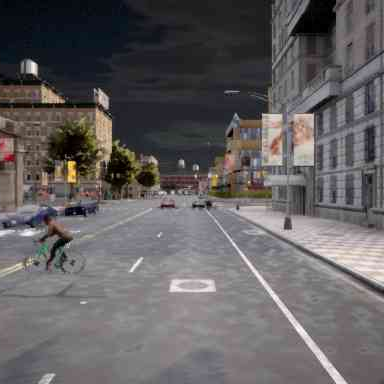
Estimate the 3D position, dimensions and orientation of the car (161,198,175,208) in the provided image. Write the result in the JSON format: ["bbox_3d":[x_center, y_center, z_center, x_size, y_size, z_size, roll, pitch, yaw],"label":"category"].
[{"bbox_3d":[-3.482,1.564,48.301,1.994,1.385,4.181,0,0,-2],"label":"car"}]

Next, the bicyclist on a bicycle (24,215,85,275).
[{"bbox_3d":[-3.732,1.454,9.005,1.656,1.620,0.582,-1,0,0],"label":"bicyclist on a bicycle"}]

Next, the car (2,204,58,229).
[{"bbox_3d":[-10.457,1.525,21.924,1.812,1.442,4.674,0,0,1],"label":"car"}]

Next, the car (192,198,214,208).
[{"bbox_3d":[1.610,1.564,47.797,1.994,1.385,4.181,0,0,24],"label":"car"}]

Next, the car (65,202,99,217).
[{"bbox_3d":[-10.488,1.601,31.960,1.895,1.301,4.718,0,0,0],"label":"car"}]
